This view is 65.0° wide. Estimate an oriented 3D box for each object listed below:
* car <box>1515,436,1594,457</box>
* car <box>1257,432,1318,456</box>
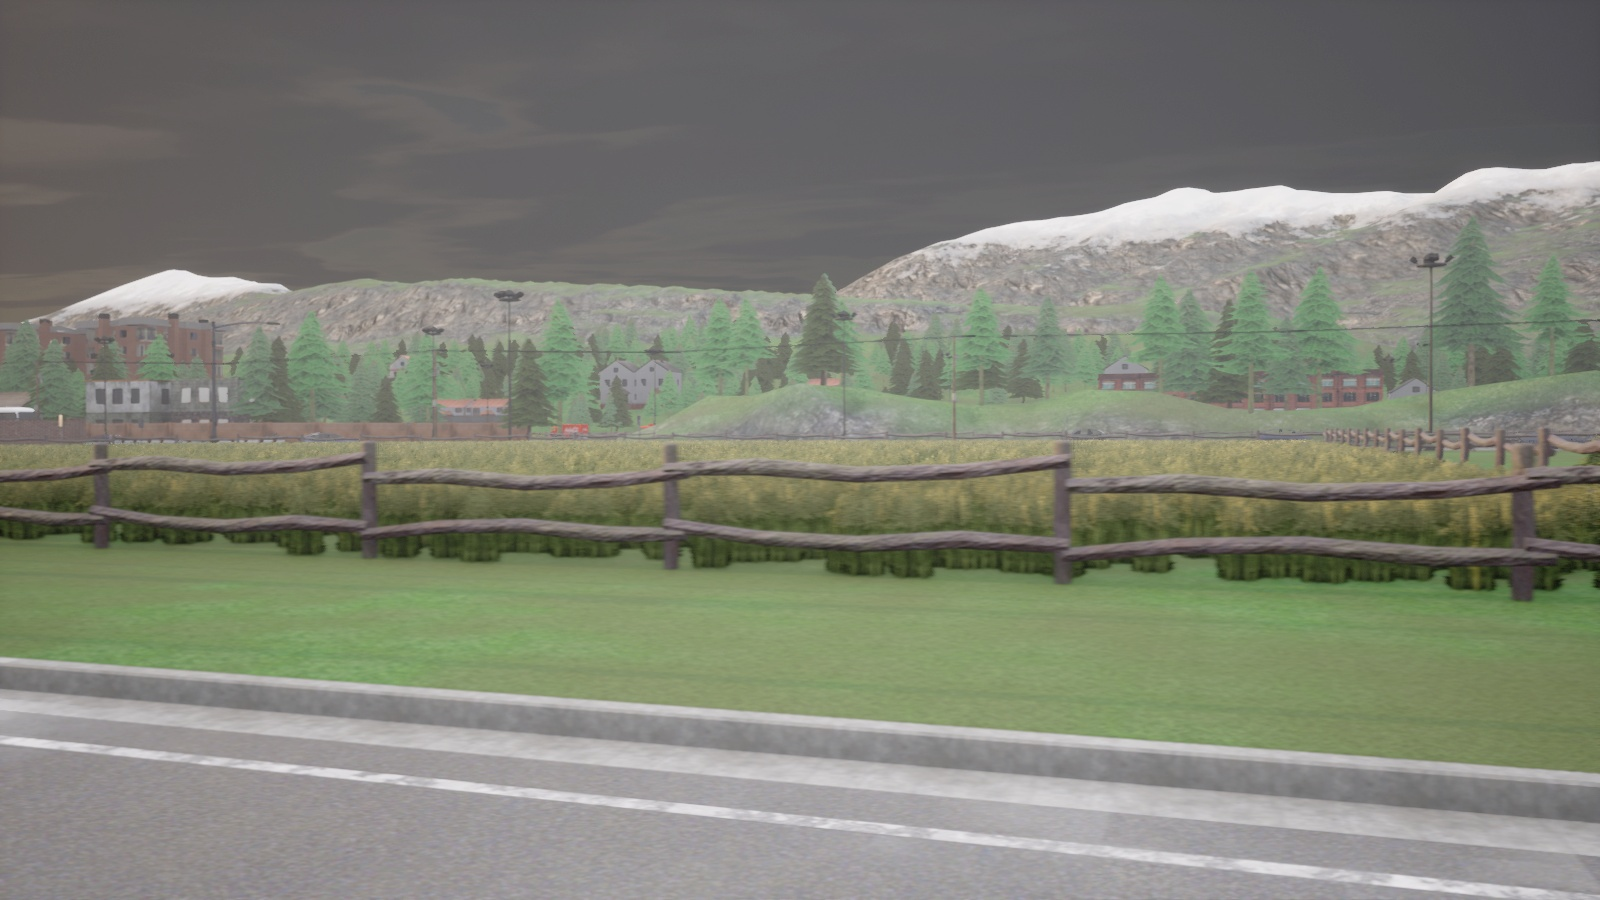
[{"bbox_3d":[50.737,-0.264,84.509,4.181,1.385,1.994,1,1,18],"label":"car"},{"bbox_3d":[32.274,-0.406,83.251,3.705,1.549,1.789,0,1,18],"label":"car"}]
